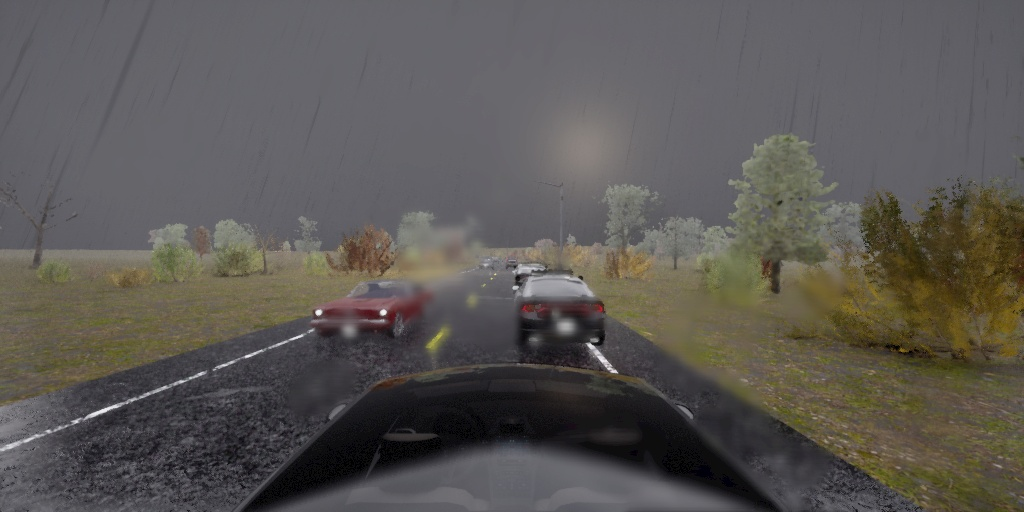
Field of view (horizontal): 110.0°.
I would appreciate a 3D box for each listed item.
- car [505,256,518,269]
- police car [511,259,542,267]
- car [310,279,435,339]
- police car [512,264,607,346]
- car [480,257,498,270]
[{"bbox_3d":[0.046,1.166,52.623,1.837,1.490,4.892,0,0,0],"label":"car"},{"bbox_3d":[1.046,1.159,19.557,1.930,1.638,5.238,0,0,0],"label":"police car"},{"bbox_3d":[-3.602,1.345,10.164,1.895,1.301,4.718,0,0,0],"label":"car"},{"bbox_3d":[1.048,1.170,9.555,1.930,1.638,5.238,0,0,0],"label":"police car"},{"bbox_3d":[-3.615,1.155,51.837,2.128,1.511,4.902,0,0,0],"label":"car"}]
